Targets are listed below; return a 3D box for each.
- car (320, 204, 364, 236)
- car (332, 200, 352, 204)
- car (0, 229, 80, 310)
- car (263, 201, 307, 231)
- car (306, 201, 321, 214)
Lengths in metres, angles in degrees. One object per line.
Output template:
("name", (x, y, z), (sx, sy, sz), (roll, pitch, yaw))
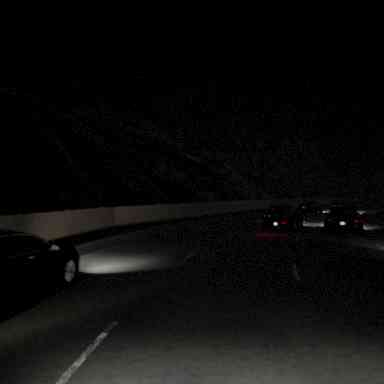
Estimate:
("car", (8.865, 1.645, 19.359), (1.994, 1.385, 4.181), (0, 0, 27))
("car", (16.319, 1.641, 35.995), (2.128, 1.511, 4.902), (0, 0, 38))
("car", (-4.017, 1.489, 6.645), (1.837, 1.490, 4.892), (0, 0, 9))
("car", (5.859, 1.570, 21.139), (1.837, 1.490, 4.892), (0, 0, 27))
("car", (13.571, 1.699, 38.241), (1.994, 1.385, 4.181), (0, 0, 38))
